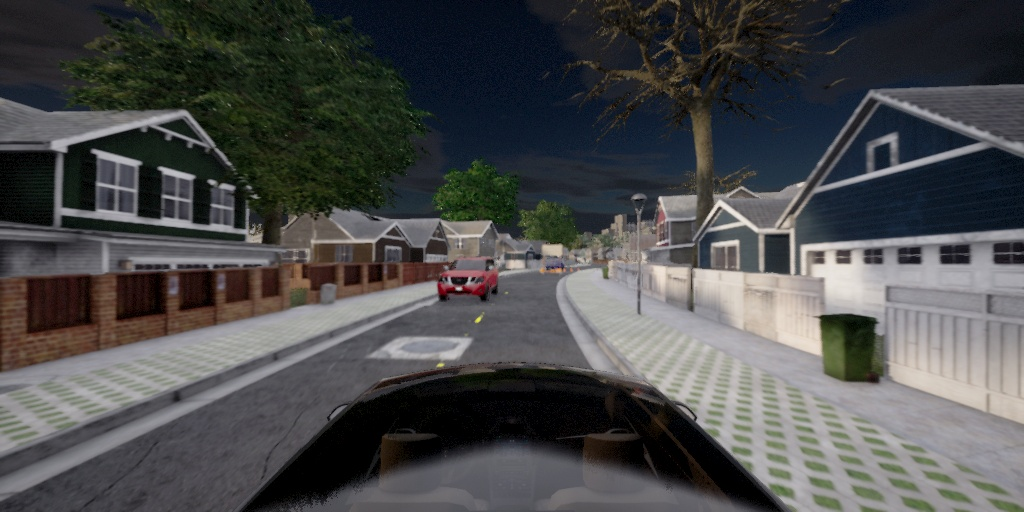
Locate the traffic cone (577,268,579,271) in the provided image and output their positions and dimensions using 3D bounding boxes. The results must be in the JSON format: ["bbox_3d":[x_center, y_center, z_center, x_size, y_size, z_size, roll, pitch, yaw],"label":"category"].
[{"bbox_3d":[9.653,1.984,52.280,0.340,0.580,0.340,0,0,15],"label":"traffic cone"}]

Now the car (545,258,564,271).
[{"bbox_3d":[6.999,1.301,58.209,2.150,2.045,5.566,0,-1,20],"label":"car"}]

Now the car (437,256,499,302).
[{"bbox_3d":[-1.970,1.034,17.819,2.150,2.045,5.566,0,0,6],"label":"car"}]

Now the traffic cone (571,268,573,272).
[{"bbox_3d":[8.688,1.987,52.540,0.340,0.580,0.340,0,0,15],"label":"traffic cone"}]

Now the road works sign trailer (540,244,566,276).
[{"bbox_3d":[4.508,0.409,40.203,2.380,3.560,2.880,0,0,15],"label":"road works sign trailer"}]
